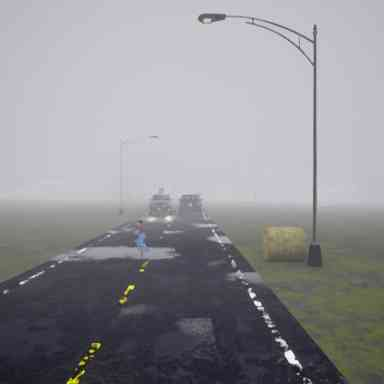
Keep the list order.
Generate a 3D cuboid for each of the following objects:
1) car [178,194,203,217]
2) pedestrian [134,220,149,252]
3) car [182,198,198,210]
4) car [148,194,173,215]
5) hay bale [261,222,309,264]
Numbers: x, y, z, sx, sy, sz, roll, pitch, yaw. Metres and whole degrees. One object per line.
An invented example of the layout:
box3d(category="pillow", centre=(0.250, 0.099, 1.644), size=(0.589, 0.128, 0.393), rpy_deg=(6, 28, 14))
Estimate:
box3d(category="car", centre=(-0.152, 1.230, 31.627), size=(2.150, 2.045, 5.566), rpy_deg=(0, 0, 0))
box3d(category="pedestrian", centre=(-1.836, 1.572, 12.333), size=(0.375, 1.300, 0.375), rpy_deg=(-1, 1, 2))
box3d(category="car", centre=(-0.260, 1.587, 44.951), size=(1.994, 1.385, 4.181), rpy_deg=(0, 0, 0))
box3d(category="car", centre=(-3.104, 1.234, 33.787), size=(2.150, 2.045, 5.566), rpy_deg=(0, 0, 0))
box3d(category="hay bale", centre=(3.048, 1.654, 11.089), size=(1.220, 1.180, 1.240), rpy_deg=(1, 1, 0))
